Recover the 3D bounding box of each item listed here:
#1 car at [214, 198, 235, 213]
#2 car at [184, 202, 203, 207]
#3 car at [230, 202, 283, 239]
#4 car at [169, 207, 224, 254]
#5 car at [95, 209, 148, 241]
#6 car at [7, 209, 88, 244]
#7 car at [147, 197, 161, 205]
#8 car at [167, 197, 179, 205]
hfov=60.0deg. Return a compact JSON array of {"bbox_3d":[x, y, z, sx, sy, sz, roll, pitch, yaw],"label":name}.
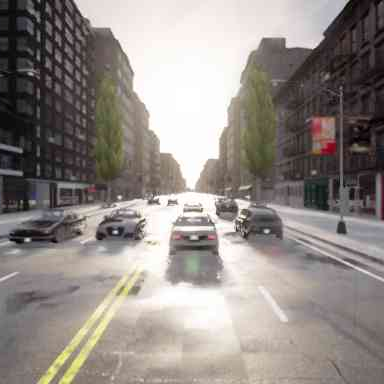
[{"bbox_3d":[3.354,1.335,33.240,2.097,1.767,4.553,0,0,0],"label":"car"},{"bbox_3d":[0.103,1.585,31.883,1.895,1.301,4.718,0,0,0],"label":"car"},{"bbox_3d":[3.352,1.498,17.313,1.837,1.490,4.892,0,0,0],"label":"car"},{"bbox_3d":[0.080,1.543,13.413,2.033,1.411,5.357,0,0,0],"label":"car"},{"bbox_3d":[-3.348,1.557,16.502,1.994,1.385,4.181,0,0,0],"label":"car"},{"bbox_3d":[-6.596,1.541,16.007,2.033,1.411,5.357,0,0,0],"label":"car"},{"bbox_3d":[-6.536,1.566,57.581,1.895,1.301,4.718,0,0,1],"label":"car"},{"bbox_3d":[-3.292,1.566,57.438,1.895,1.301,4.718,0,0,1],"label":"car"}]
